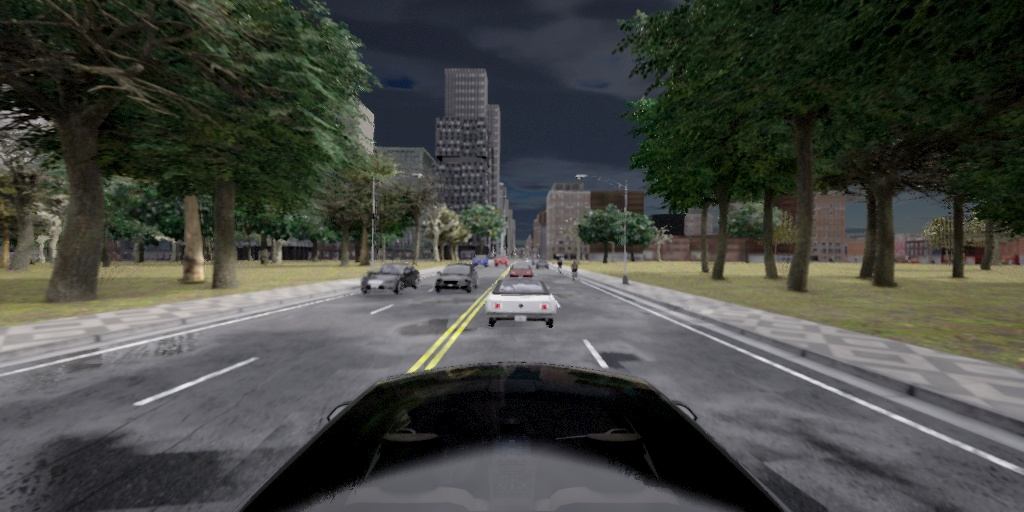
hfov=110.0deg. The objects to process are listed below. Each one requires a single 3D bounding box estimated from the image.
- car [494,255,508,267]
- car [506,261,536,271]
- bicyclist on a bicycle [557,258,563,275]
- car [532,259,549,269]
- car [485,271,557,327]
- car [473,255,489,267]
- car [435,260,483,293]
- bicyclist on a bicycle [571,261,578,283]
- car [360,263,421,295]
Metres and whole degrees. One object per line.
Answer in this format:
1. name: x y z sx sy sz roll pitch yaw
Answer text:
1. car: -1.863 0.873 62.356 2.150 2.045 5.566 1 0 2
2. car: 0.720 1.302 29.605 1.895 1.301 4.718 1 0 1
3. bicyclist on a bicycle: 4.949 1.116 37.139 0.659 1.776 1.843 1 0 1
4. car: 4.577 1.224 54.750 2.128 1.511 4.902 1 0 1
5. car: 0.284 1.328 11.513 1.895 1.301 4.718 1 0 1
6. car: -5.179 0.831 60.041 2.150 2.045 5.566 1 0 2
7. car: -2.962 1.175 19.998 1.837 1.490 4.892 1 0 1
8. bicyclist on a bicycle: 4.702 1.206 26.947 0.582 1.620 1.656 1 0 1
9. car: -6.238 1.123 18.897 2.128 1.511 4.902 1 0 1
